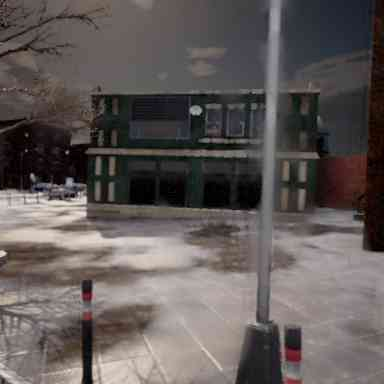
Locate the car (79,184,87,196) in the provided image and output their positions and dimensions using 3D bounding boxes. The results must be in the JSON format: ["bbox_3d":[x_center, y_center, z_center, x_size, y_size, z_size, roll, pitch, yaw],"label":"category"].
[{"bbox_3d":[-16.362,-0.156,56.257,1.882,1.535,5.008,3,2,20],"label":"car"}]

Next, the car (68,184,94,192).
[{"bbox_3d":[-24.040,-0.970,71.871,4.892,1.521,2.231,3,2,20],"label":"car"}]

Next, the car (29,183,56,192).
[{"bbox_3d":[-27.708,-0.847,61.460,4.553,1.767,2.185,3,2,20],"label":"car"}]

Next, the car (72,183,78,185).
[{"bbox_3d":[-25.887,-0.803,66.672,4.674,1.452,2.002,3,2,20],"label":"car"}]

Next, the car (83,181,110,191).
[{"bbox_3d":[-22.200,-1.360,77.060,5.566,2.045,2.435,3,2,20],"label":"car"}]

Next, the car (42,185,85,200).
[{"bbox_3d":[-16.926,0.241,44.042,2.128,1.511,4.902,2,2,14],"label":"car"}]
